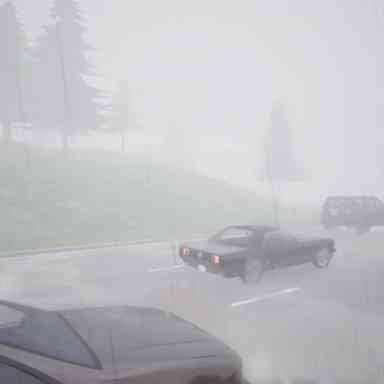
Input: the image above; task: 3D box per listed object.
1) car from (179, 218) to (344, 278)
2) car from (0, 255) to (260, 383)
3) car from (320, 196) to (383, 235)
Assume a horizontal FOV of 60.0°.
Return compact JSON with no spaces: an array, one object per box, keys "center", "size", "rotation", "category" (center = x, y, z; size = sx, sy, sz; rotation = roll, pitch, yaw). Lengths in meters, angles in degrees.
[{"center":[2.066,1.599,9.501],"size":[4.718,1.301,1.895],"rotation":[0,0,-35],"category":"car"},{"center":[-2.053,1.544,2.280],"size":[5.357,1.411,2.033],"rotation":[0,0,-36],"category":"car"},{"center":[9.717,1.224,19.214],"size":[5.566,2.045,2.150],"rotation":[0,0,-35],"category":"car"}]
